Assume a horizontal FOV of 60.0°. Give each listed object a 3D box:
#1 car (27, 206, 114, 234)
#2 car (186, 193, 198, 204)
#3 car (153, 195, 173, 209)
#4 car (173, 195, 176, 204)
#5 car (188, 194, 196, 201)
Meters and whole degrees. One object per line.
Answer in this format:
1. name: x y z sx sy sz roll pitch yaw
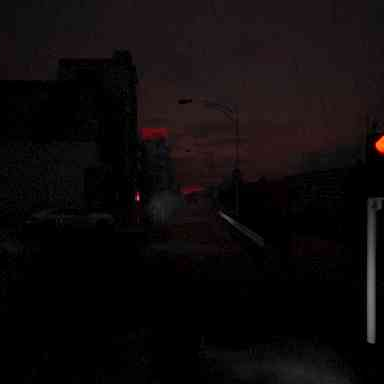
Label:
1. car: -6.869 1.525 19.093 4.674 1.442 1.812 0 1 -25
2. car: -0.036 1.221 66.305 2.150 2.045 5.566 0 0 0
3. car: -4.119 1.491 44.361 2.128 1.511 4.902 0 0 0
4. car: -4.118 1.600 53.645 1.895 1.301 4.718 0 0 0
5. car: -0.044 1.309 76.695 1.882 1.535 5.008 0 0 0
